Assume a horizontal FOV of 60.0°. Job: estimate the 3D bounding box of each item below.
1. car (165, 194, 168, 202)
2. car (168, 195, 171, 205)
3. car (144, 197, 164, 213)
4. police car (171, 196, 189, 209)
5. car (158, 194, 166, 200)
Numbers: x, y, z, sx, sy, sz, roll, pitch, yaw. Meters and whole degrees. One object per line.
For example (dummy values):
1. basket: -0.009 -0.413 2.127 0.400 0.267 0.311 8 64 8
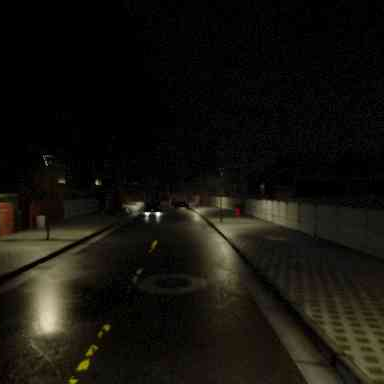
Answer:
1. car: -3.293 1.478 61.530 2.097 1.767 4.553 0 0 -8
2. car: -2.542 1.574 55.577 1.882 1.535 5.008 0 0 -7
3. car: -4.535 1.587 38.735 2.033 1.411 5.357 0 0 -5
4. police car: -1.465 1.479 45.698 1.930 1.638 5.238 0 0 -6
5. car: -6.596 1.385 79.583 2.150 2.045 5.566 0 0 -8
